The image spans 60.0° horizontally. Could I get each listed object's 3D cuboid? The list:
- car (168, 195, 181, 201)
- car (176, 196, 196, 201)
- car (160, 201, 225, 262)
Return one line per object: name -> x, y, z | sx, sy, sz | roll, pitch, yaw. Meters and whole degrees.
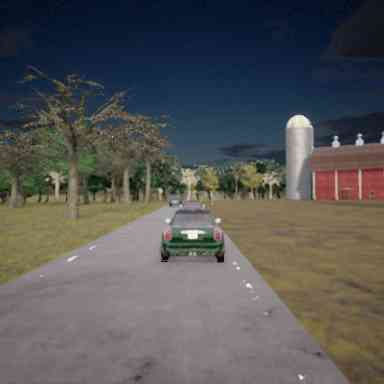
car -> -2.827, 1.504, 57.700 | 2.150, 2.045, 5.566 | 0, 0, 1
car -> 0.032, 1.470, 27.530 | 2.097, 1.767, 4.553 | 0, 0, 0
car -> 0.040, 1.405, 12.525 | 2.097, 1.767, 4.553 | 0, 0, 0
